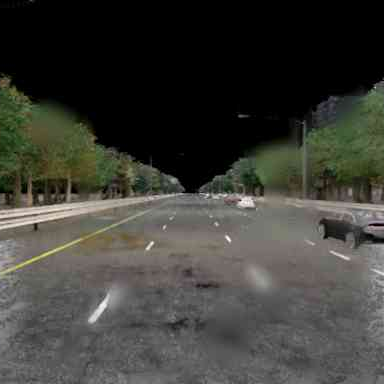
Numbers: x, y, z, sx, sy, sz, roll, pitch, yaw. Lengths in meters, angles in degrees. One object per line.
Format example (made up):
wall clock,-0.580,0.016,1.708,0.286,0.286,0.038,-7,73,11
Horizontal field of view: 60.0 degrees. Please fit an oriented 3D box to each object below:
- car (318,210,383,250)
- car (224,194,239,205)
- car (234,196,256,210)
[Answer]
car,6.996,1.497,14.189,2.128,1.511,4.902,0,0,0
car,6.991,1.388,60.621,2.097,1.767,4.553,0,0,0
car,6.984,1.550,43.198,1.812,1.442,4.674,0,0,0
